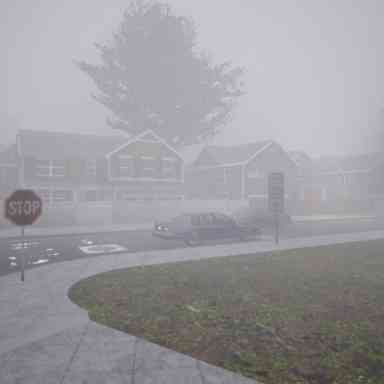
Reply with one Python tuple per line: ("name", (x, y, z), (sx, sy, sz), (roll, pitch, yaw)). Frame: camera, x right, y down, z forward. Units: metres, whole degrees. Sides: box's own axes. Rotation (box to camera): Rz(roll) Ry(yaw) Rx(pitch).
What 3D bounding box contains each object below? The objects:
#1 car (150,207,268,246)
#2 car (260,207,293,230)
("car", (0.757, 1.635, 15.731), (5.357, 1.411, 2.033), (0, 0, -30))
("car", (3.918, 1.657, 20.874), (5.357, 1.411, 2.033), (0, 0, -30))
